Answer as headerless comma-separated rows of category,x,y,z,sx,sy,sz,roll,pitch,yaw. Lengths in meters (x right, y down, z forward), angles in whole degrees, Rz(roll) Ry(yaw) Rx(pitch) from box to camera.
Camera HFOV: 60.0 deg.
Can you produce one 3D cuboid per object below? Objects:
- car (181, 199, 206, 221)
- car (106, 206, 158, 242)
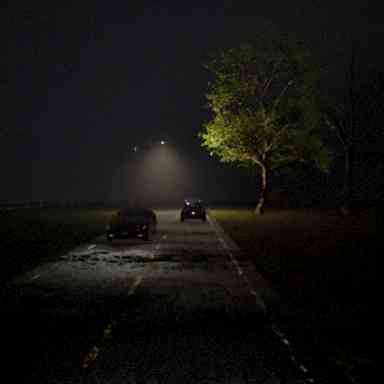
car,0.105,1.559,27.131,1.994,1.385,4.181,0,0,0
car,-2.838,1.476,16.563,1.882,1.535,5.008,0,0,0
